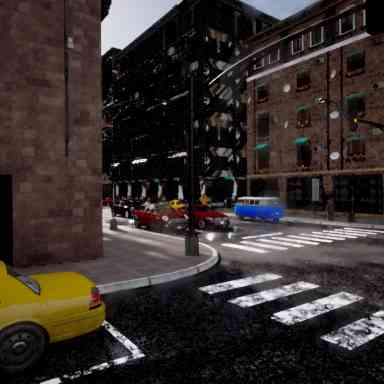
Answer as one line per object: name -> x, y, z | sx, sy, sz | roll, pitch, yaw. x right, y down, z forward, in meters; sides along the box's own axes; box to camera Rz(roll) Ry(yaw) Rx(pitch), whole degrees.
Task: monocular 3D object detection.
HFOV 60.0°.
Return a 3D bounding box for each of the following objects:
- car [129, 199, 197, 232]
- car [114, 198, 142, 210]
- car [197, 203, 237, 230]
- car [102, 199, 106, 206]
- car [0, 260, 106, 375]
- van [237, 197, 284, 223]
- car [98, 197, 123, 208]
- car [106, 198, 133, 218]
car -> -1.863, 1.440, 20.030 | 1.967, 1.590, 4.097 | 0, 0, -36
car -> -8.395, 1.463, 43.258 | 1.887, 1.381, 4.507 | -1, 0, -36
car -> 0.437, 1.508, 21.274 | 1.812, 1.442, 4.674 | -1, 0, -34
car -> -14.368, 1.429, 46.970 | 2.128, 1.511, 4.902 | -1, 0, -35
car -> -3.554, 1.525, 4.029 | 4.829, 1.417, 1.752 | 0, 0, -36
van -> 4.926, 1.280, 24.944 | 1.690, 1.788, 3.998 | 0, 0, -36
car -> -11.725, 1.462, 47.837 | 1.887, 1.381, 4.507 | -1, 0, -36
car -> -5.609, 1.473, 29.581 | 1.837, 1.490, 4.892 | -1, 0, -36
